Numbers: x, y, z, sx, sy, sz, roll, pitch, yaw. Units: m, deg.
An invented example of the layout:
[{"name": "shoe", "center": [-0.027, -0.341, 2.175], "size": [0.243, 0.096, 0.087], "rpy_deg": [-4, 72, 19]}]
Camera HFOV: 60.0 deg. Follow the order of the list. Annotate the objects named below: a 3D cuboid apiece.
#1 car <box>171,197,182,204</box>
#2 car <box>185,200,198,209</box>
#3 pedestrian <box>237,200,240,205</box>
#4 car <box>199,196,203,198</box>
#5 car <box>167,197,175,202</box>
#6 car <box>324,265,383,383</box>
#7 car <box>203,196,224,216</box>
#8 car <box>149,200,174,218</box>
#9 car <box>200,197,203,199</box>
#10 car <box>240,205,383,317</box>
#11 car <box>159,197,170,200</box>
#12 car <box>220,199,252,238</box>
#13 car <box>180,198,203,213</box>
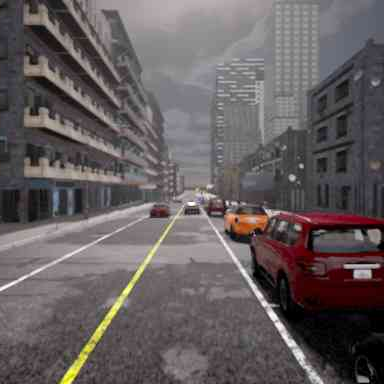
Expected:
[{"name": "car", "center": [-3.081, 1.857, 74.516], "size": [2.033, 1.411, 5.357], "rpy_deg": [0, 0, 0]}, {"name": "car", "center": [-0.055, 1.898, 51.132], "size": [1.895, 1.301, 4.718], "rpy_deg": [0, 0, 0]}, {"name": "pedestrian", "center": [2.977, 1.422, 21.341], "size": [0.375, 1.860, 0.375], "rpy_deg": [-1, 1, 0]}, {"name": "car", "center": [2.603, 1.974, 68.891], "size": [1.802, 1.307, 4.206], "rpy_deg": [-1, 0, 0]}, {"name": "car", "center": [-5.801, 2.087, 91.158], "size": [1.802, 1.307, 4.206], "rpy_deg": [-1, 0, 0]}, {"name": "car", "center": [2.642, 1.579, 1.935], "size": [1.947, 1.339, 4.313], "rpy_deg": [-1, 0, 0]}, {"name": "car", "center": [2.601, 1.524, 35.414], "size": [2.192, 1.841, 5.009], "rpy_deg": [-1, 0, 0]}, {"name": "car", "center": [-3.134, 1.797, 33.270], "size": [1.895, 1.301, 4.718], "rpy_deg": [0, 0, 0]}, {"name": "car", "center": [2.625, 1.853, 52.151], "size": [2.008, 1.369, 4.403], "rpy_deg": [-1, 0, 0]}, {"name": "car", "center": [2.631, 1.361, 7.516], "size": [2.192, 1.841, 5.009], "rpy_deg": [-1, 0, 0]}, {"name": "car", "center": [-5.771, 1.945, 63.257], "size": [1.802, 1.307, 4.206], "rpy_deg": [-1, 0, 0]}, {"name": "car", "center": [2.979, 1.463, 18.550], "size": [2.097, 1.767, 4.553], "rpy_deg": [0, 0, 0]}, {"name": "car", "center": [0.022, 1.780, 39.717], "size": [2.033, 1.411, 5.357], "rpy_deg": [0, 0, 0]}]
